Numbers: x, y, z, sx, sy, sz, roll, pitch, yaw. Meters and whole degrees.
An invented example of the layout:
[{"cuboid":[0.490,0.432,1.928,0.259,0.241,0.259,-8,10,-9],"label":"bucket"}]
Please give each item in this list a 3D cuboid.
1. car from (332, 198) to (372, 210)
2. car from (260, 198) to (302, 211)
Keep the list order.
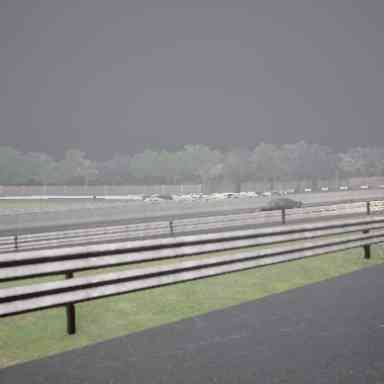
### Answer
[{"cuboid":[18.803,1.404,38.786,4.718,1.301,1.895,-3,2,-23],"label":"car"},{"cuboid":[10.408,1.789,39.042,4.718,1.301,1.895,-3,2,-23],"label":"car"}]
